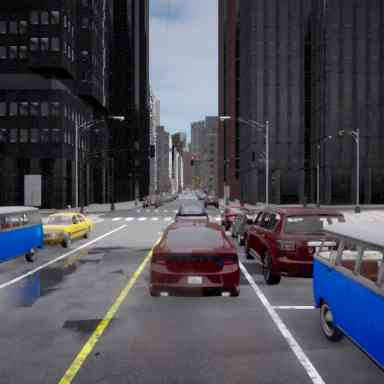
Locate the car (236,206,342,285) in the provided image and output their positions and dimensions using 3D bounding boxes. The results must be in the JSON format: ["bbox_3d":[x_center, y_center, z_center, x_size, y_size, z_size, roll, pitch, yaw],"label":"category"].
[{"bbox_3d":[2.757,1.315,9.441,2.192,1.841,5.009,0,0,0],"label":"car"}]

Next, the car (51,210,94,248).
[{"bbox_3d":[-5.773,1.526,14.804,1.752,1.417,4.829,0,0,0],"label":"car"}]

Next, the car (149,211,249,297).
[{"bbox_3d":[0.063,1.478,8.630,1.882,1.535,5.008,0,0,0],"label":"car"}]

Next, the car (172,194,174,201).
[{"bbox_3d":[-5.802,1.591,75.584,1.752,1.417,4.829,0,0,0],"label":"car"}]

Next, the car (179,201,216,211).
[{"bbox_3d":[-0.007,1.494,19.040,2.128,1.511,4.902,0,0,0],"label":"car"}]

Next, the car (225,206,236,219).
[{"bbox_3d":[2.754,1.552,14.966,2.008,1.369,4.403,0,0,0],"label":"car"}]

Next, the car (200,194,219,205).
[{"bbox_3d":[2.736,1.337,47.533,2.192,1.841,5.009,0,0,0],"label":"car"}]

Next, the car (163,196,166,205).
[{"bbox_3d":[-5.792,1.342,53.182,2.192,1.841,5.009,0,0,0],"label":"car"}]

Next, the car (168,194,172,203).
[{"bbox_3d":[-5.799,1.620,70.111,1.947,1.339,4.313,0,0,0],"label":"car"}]

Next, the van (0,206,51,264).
[{"bbox_3d":[-5.773,1.341,9.449,1.690,1.788,3.998,0,0,0],"label":"van"}]

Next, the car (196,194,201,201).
[{"bbox_3d":[2.718,1.640,87.039,1.887,1.381,4.507,0,0,0],"label":"car"}]

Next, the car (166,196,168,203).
[{"bbox_3d":[-5.793,1.600,58.824,1.947,1.339,4.313,0,0,0],"label":"car"}]

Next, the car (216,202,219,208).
[{"bbox_3d":[2.750,1.548,20.492,1.887,1.381,4.507,0,0,0],"label":"car"}]

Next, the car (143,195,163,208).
[{"bbox_3d":[-5.789,1.336,47.538,2.192,1.841,5.009,0,0,0],"label":"car"}]

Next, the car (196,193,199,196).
[{"bbox_3d":[2.715,1.675,92.684,1.947,1.339,4.313,0,0,0],"label":"car"}]

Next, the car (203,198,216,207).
[{"bbox_3d":[2.734,1.594,53.176,1.947,1.339,4.313,0,0,0],"label":"car"}]

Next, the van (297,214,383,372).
[{"bbox_3d":[2.761,1.341,3.915,1.690,1.788,3.998,0,0,0],"label":"van"}]
